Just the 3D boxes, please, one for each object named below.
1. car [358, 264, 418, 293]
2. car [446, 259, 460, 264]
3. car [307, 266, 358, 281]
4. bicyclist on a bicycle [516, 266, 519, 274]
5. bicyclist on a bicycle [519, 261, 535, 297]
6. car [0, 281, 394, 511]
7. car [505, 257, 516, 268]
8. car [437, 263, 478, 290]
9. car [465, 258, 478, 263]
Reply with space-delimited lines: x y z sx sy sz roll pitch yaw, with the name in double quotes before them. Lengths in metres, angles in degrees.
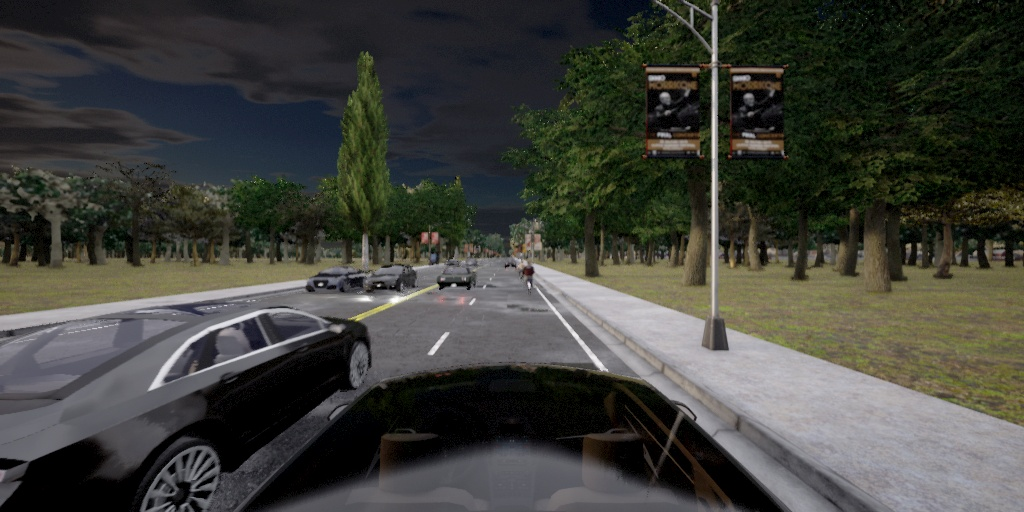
"car" -6.711 1.233 20.441 1.837 1.490 4.892 0 0 0
"car" -10.186 1.246 62.266 1.994 1.385 4.181 0 0 0
"car" -9.962 1.292 20.654 1.994 1.385 4.181 0 0 0
"bicyclist on a bicycle" 0.760 1.158 26.983 0.866 1.612 1.509 0 0 -1
"bicyclist on a bicycle" 0.801 1.103 17.476 0.659 1.776 1.843 0 0 0
"car" -3.158 1.238 3.844 2.128 1.511 4.902 0 0 0
"car" -0.255 1.286 59.917 1.895 1.301 4.718 0 0 0
"car" -3.272 1.327 22.245 1.895 1.301 4.718 0 0 0
"car" -6.939 1.174 61.659 2.128 1.511 4.902 0 0 0
